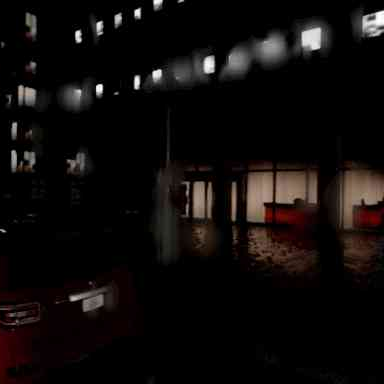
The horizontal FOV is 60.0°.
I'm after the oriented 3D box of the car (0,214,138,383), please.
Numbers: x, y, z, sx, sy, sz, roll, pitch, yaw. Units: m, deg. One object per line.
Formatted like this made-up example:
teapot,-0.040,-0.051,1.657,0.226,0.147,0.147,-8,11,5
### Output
car,-3.018,1.269,5.020,5.009,1.841,2.192,1,1,36
